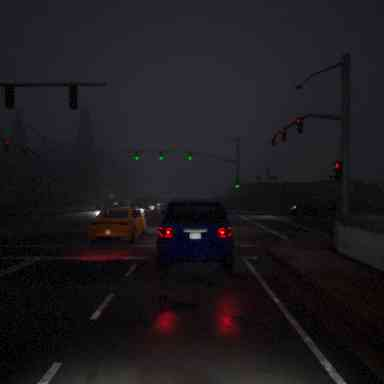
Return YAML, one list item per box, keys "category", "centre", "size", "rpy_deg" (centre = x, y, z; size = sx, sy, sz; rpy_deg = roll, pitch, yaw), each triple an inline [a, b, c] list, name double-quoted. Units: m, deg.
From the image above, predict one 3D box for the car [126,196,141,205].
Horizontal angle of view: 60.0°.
- category: "car"
  centre: [-10.517, 1.430, 60.096]
  size: [1.882, 1.535, 5.008]
  rpy_deg: [0, 0, 1]

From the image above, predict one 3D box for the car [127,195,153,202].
- category: "car"
  centre: [-7.094, 1.511, 45.622]
  size: [2.033, 1.411, 5.357]
  rpy_deg: [0, 0, 0]

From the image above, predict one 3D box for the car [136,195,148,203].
- category: "car"
  centre: [-10.498, 1.469, 70.351]
  size: [1.812, 1.442, 4.674]
  rpy_deg: [0, 0, 0]

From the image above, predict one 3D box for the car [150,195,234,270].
- category: "car"
  centre: [0.094, 1.213, 11.166]
  size: [2.150, 2.045, 5.566]
  rpy_deg: [0, 0, 0]

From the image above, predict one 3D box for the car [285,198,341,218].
- category: "car"
  centre: [10.648, 1.329, 29.510]
  size: [4.553, 1.767, 2.097]
  rpy_deg: [0, 0, -1]

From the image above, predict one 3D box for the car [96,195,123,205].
- category: "car"
  centre: [-10.596, 1.459, 41.616]
  size: [2.128, 1.511, 4.902]
  rpy_deg: [0, 0, 0]

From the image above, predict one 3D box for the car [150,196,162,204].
- category: "car"
  centre: [-6.998, 1.474, 65.102]
  size: [1.812, 1.442, 4.674]
  rpy_deg: [0, 0, 0]

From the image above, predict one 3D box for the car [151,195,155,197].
- category: "car"
  centre: [-7.062, 1.309, 55.103]
  size: [2.097, 1.767, 4.553]
  rpy_deg: [0, 0, 0]

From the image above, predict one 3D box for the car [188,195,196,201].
- category: "car"
  centre: [0.003, 1.475, 82.420]
  size: [2.033, 1.411, 5.357]
  rpy_deg: [0, 0, 0]

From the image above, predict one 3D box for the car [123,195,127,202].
- category: "car"
  centre: [-10.577, 1.312, 50.828]
  size: [2.097, 1.767, 4.553]
  rpy_deg: [0, 0, 0]

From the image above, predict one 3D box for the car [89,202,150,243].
- category: "car"
  centre: [-3.402, 1.465, 15.953]
  size: [1.882, 1.535, 5.008]
  rpy_deg: [0, 0, 0]
